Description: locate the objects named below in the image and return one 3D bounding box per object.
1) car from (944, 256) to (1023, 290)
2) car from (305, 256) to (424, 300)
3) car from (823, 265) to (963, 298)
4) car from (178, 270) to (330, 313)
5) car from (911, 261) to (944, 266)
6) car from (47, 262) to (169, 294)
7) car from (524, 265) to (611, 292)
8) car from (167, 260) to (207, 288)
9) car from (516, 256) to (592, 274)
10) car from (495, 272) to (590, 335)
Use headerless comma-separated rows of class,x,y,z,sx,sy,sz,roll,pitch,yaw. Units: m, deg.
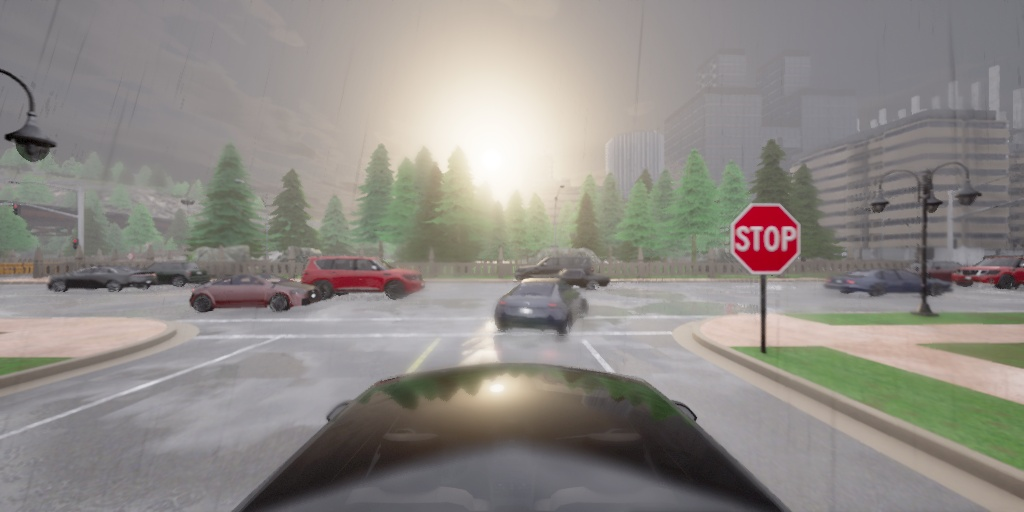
car,31.349,1.029,22.553,5.566,2.045,2.150,0,0,-2
car,-7.148,1.022,17.417,5.566,2.045,2.150,0,0,-2
car,19.216,1.349,18.443,5.357,1.411,2.033,0,0,-2
car,-9.698,1.361,13.800,4.181,1.385,1.994,0,0,-4
car,30.174,1.160,26.022,4.553,1.767,2.097,0,0,-2
car,-23.283,1.294,20.493,4.902,1.511,2.128,0,0,-2
car,3.320,1.405,21.527,4.718,1.301,1.895,0,0,-2
car,-23.130,1.158,24.000,4.553,1.767,2.097,0,0,-2
car,2.972,1.028,25.017,5.566,2.045,2.150,0,0,-2
car,1.016,1.354,10.846,1.994,1.385,4.181,0,0,19
